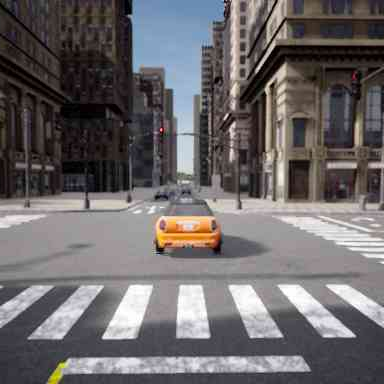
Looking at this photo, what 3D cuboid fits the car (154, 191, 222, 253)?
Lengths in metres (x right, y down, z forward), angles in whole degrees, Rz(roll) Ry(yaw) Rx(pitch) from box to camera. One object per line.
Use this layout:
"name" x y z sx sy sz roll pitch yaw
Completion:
"car" -0.147 1.023 12.236 2.097 1.767 4.553 0 2 -1

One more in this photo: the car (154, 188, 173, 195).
"car" -3.871 0.462 43.464 1.895 1.301 4.718 0 1 -1

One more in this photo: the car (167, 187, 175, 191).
"car" -4.110 -0.084 60.728 1.837 1.490 4.892 0 2 0

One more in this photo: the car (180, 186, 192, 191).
"car" -1.119 -0.158 63.698 1.837 1.490 4.892 0 1 -1
